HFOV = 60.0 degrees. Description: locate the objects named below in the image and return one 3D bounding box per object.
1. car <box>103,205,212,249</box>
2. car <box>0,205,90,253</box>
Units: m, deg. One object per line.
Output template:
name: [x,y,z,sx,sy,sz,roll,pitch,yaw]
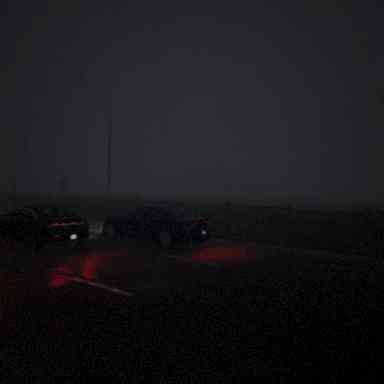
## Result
car: [-1.571,1.274,13.670,5.008,1.535,1.882,2,1,36]
car: [-5.905,1.225,12.478,4.902,1.511,2.128,2,1,36]
